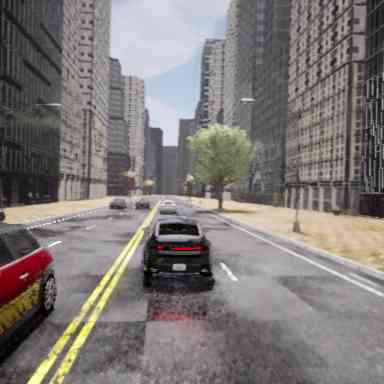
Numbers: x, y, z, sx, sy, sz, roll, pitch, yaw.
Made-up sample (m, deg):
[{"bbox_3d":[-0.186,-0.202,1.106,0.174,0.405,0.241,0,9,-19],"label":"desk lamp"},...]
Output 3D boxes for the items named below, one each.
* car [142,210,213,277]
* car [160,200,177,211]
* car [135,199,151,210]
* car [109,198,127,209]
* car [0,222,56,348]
[{"bbox_3d":[-0.486,1.562,10.384,1.837,1.490,4.892,2,0,-5],"label":"car"},{"bbox_3d":[-2.781,1.710,39.047,1.812,1.442,4.674,2,0,-5],"label":"car"},{"bbox_3d":[-6.771,1.683,46.121,1.994,1.385,4.181,2,0,-4],"label":"car"},{"bbox_3d":[-9.962,1.572,45.227,2.033,1.411,5.357,2,0,-4],"label":"car"},{"bbox_3d":[-3.457,1.285,4.357,2.097,1.767,4.553,2,0,-5],"label":"car"}]
